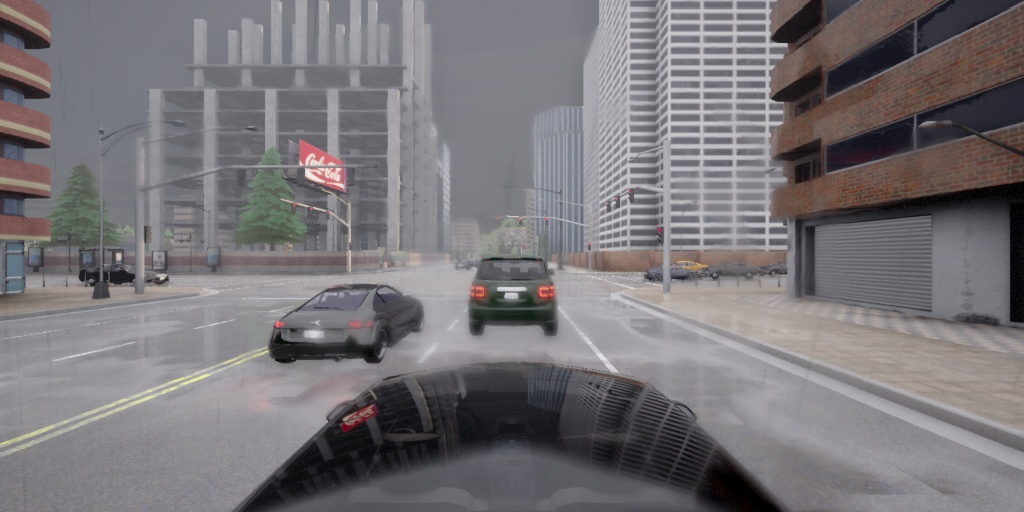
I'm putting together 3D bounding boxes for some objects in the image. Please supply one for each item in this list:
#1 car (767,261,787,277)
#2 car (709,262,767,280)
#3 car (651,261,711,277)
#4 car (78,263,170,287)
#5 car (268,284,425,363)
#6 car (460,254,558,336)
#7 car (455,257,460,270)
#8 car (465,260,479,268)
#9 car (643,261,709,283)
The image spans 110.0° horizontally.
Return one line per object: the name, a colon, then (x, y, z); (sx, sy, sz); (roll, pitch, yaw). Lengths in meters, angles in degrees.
car: (26.241, 1.241, 34.733); (4.902, 1.511, 2.128); (0, 0, 0)
car: (18.782, 1.241, 31.245); (4.902, 1.511, 2.128); (0, 0, 0)
car: (16.305, 1.227, 34.746); (5.008, 1.535, 1.882); (0, 0, 0)
car: (-25.911, 1.241, 24.062); (4.902, 1.511, 2.128); (0, 0, 0)
car: (-3.375, 1.314, 8.156); (1.994, 1.385, 4.181); (0, 0, 0)
car: (0.102, 0.971, 10.543); (2.150, 2.045, 5.566); (0, 0, 2)
car: (-6.822, 1.241, 50.693); (2.128, 1.511, 4.902); (0, 0, 0)
car: (-6.745, 1.314, 61.057); (1.994, 1.385, 4.181); (0, 0, 1)
car: (12.372, 1.314, 27.685); (4.181, 1.385, 1.994); (0, 0, 2)
